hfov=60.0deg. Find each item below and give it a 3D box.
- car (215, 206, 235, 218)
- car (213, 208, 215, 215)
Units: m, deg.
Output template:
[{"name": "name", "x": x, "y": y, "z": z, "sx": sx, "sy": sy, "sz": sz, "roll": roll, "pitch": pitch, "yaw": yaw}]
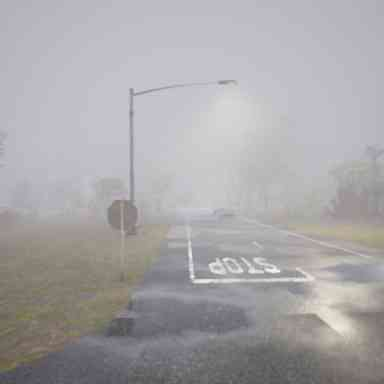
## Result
[{"name": "car", "x": 4.696, "y": 2.816, "z": 45.181, "sx": 2.033, "sy": 1.411, "sz": 5.357, "roll": -1, "pitch": -2, "yaw": -1}, {"name": "car", "x": 4.525, "y": 3.111, "z": 55.640, "sx": 1.812, "sy": 1.442, "sz": 4.674, "roll": -1, "pitch": -2, "yaw": -1}]
